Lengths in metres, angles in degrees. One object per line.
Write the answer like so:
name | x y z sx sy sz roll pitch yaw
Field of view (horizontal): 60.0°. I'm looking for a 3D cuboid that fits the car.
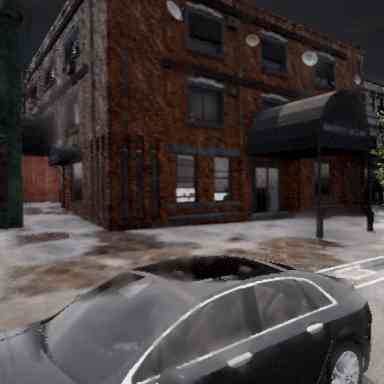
car | -0.087 1.506 3.316 4.892 1.490 1.837 0 0 -35
